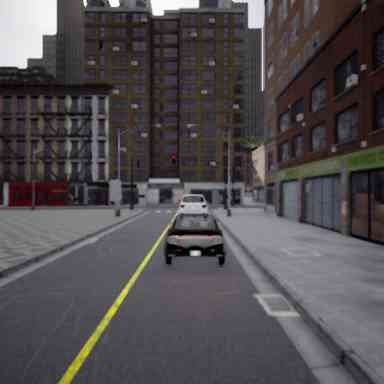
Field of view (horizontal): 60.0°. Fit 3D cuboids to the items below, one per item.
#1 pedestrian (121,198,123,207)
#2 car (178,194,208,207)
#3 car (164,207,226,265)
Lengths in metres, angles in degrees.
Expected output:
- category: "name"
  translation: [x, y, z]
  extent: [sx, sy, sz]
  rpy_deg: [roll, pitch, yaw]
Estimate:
- category: "pedestrian"
  translation: [-10.174, 1.445, 48.393]
  extent: [0.375, 1.300, 0.375]
  rpy_deg: [0, 0, -1]
- category: "car"
  translation: [0.090, 1.189, 26.592]
  extent: [2.150, 2.045, 5.566]
  rpy_deg: [0, 0, 0]
- category: "car"
  translation: [0.094, 1.479, 11.561]
  extent: [2.128, 1.511, 4.902]
  rpy_deg: [0, 0, 0]
